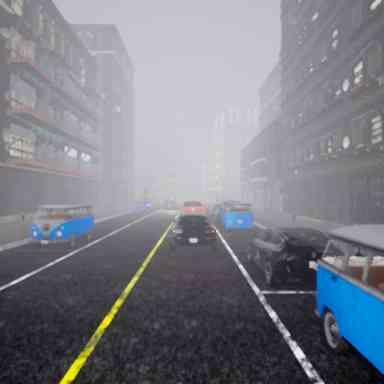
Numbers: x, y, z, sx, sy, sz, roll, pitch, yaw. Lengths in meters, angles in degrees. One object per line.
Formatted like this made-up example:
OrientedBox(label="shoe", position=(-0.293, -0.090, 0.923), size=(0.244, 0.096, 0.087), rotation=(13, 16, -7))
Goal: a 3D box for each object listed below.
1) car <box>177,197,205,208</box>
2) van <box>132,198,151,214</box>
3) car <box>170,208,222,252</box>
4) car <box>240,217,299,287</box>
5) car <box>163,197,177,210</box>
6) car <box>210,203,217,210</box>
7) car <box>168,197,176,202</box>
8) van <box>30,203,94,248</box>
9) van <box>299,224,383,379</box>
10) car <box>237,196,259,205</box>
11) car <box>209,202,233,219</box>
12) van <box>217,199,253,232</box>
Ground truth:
OrientedBox(label="car", position=(0.073, 1.500, 29.249), size=(2.097, 1.767, 4.553), rotation=(0, 0, 0))
OrientedBox(label="van", position=(-5.678, 1.536, 37.575), size=(1.690, 1.788, 3.998), rotation=(0, 0, 0))
OrientedBox(label="car", position=(0.070, 1.596, 14.192), size=(1.812, 1.442, 4.674), rotation=(0, -1, 0))
OrientedBox(label="car", position=(2.696, 1.611, 9.262), size=(1.947, 1.339, 4.313), rotation=(0, 0, 0))
OrientedBox(label="car", position=(-3.076, 1.746, 48.043), size=(2.128, 1.511, 4.902), rotation=(0, 0, 0))
OrientedBox(label="car", position=(2.700, 1.699, 26.249), size=(1.947, 1.339, 4.313), rotation=(0, 0, 0))
OrientedBox(label="car", position=(-5.668, 2.113, 92.623), size=(1.947, 1.339, 4.313), rotation=(0, 0, 0))
OrientedBox(label="van", position=(-5.682, 1.415, 14.928), size=(1.690, 1.788, 3.998), rotation=(0, 0, 0))
OrientedBox(label="van", position=(2.696, 1.359, 3.603), size=(1.690, 1.788, 3.998), rotation=(0, 0, 0))
OrientedBox(label="car", position=(13.482, 2.059, 80.297), size=(5.009, 1.841, 2.192), rotation=(1, -2, -1))
OrientedBox(label="car", position=(2.700, 1.729, 31.912), size=(1.947, 1.339, 4.313), rotation=(0, 0, 0))
OrientedBox(label="van", position=(2.700, 1.444, 20.589), size=(1.690, 1.788, 3.998), rotation=(0, 0, 0))
